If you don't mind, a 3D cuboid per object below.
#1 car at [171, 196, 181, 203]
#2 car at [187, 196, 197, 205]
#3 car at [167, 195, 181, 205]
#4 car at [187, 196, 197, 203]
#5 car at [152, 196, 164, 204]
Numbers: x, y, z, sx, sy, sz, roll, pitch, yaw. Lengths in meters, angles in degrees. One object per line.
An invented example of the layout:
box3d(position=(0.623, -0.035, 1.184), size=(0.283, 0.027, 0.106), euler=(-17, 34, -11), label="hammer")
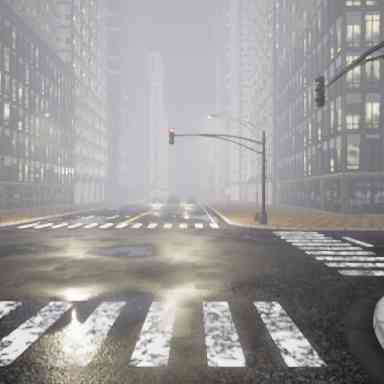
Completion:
box3d(position=(-3.271, 1.524, 70.162), size=(1.895, 1.301, 4.718), euler=(0, 0, 0), label="car")
box3d(position=(-0.018, 1.668, 60.577), size=(1.895, 1.301, 4.718), euler=(0, 0, 0), label="car")
box3d(position=(-3.268, 1.417, 60.101), size=(2.097, 1.767, 4.553), euler=(0, 0, 0), label="car")
box3d(position=(-0.021, 1.499, 70.549), size=(1.994, 1.385, 4.181), euler=(0, 0, 0), label="car")
box3d(position=(-6.519, 1.570, 64.298), size=(2.128, 1.511, 4.902), euler=(0, 0, 0), label="car")
